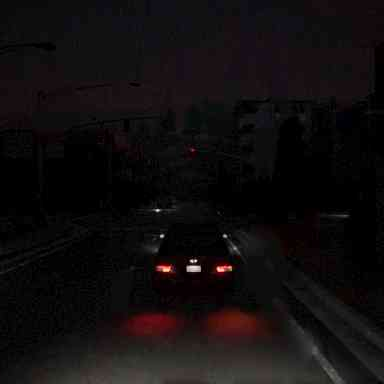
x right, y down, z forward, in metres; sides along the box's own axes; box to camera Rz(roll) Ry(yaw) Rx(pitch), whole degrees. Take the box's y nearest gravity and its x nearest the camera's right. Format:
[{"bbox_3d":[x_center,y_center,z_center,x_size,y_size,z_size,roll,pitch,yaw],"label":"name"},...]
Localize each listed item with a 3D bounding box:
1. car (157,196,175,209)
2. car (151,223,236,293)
[{"bbox_3d":[-3.681,1.505,45.605,1.837,1.490,4.892,0,0,0],"label":"car"},{"bbox_3d":[0.040,1.547,9.000,2.033,1.411,5.357,0,0,0],"label":"car"}]
